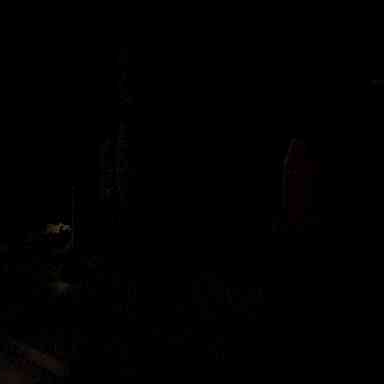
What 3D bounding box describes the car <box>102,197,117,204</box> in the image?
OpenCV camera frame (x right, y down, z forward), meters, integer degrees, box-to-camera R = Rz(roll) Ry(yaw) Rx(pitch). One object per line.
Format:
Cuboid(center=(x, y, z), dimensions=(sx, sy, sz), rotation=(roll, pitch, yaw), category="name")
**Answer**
Cuboid(center=(-11.336, 1.508, 50.006), dimensions=(2.128, 1.511, 4.902), rotation=(0, 0, 35), category="car")
